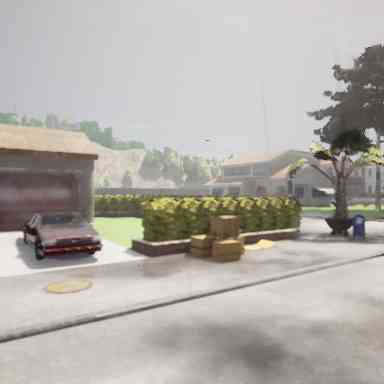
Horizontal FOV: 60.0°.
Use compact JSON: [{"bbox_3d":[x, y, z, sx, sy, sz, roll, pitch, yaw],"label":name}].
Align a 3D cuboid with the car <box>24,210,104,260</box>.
[{"bbox_3d":[-4.840,1.363,11.945,2.033,1.415,5.357,0,0,-33],"label":"car"}]
